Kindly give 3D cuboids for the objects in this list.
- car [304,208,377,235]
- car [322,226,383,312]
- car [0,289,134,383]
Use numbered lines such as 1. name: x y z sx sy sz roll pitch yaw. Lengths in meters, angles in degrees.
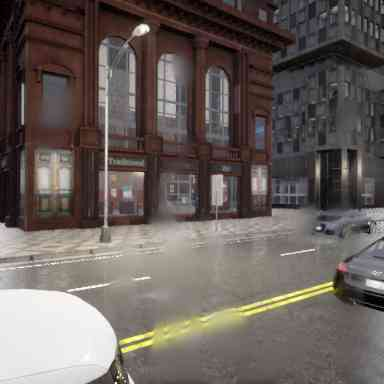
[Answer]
1. car: 7.713 1.554 17.189 4.181 1.385 1.994 0 0 -36
2. car: 4.811 1.562 6.888 4.181 1.385 1.994 0 0 -35
3. car: -2.926 1.221 1.348 5.566 2.045 2.150 0 0 -36
